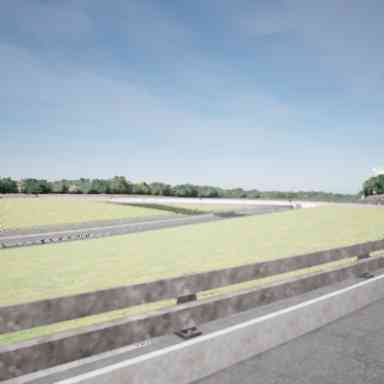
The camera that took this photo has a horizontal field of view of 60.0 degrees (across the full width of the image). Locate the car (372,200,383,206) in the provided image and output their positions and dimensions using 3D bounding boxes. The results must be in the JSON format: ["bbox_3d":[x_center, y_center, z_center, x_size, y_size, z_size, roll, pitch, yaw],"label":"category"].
[{"bbox_3d":[42.758,2.580,75.423,1.837,1.490,4.892,0,-1,3],"label":"car"}]
